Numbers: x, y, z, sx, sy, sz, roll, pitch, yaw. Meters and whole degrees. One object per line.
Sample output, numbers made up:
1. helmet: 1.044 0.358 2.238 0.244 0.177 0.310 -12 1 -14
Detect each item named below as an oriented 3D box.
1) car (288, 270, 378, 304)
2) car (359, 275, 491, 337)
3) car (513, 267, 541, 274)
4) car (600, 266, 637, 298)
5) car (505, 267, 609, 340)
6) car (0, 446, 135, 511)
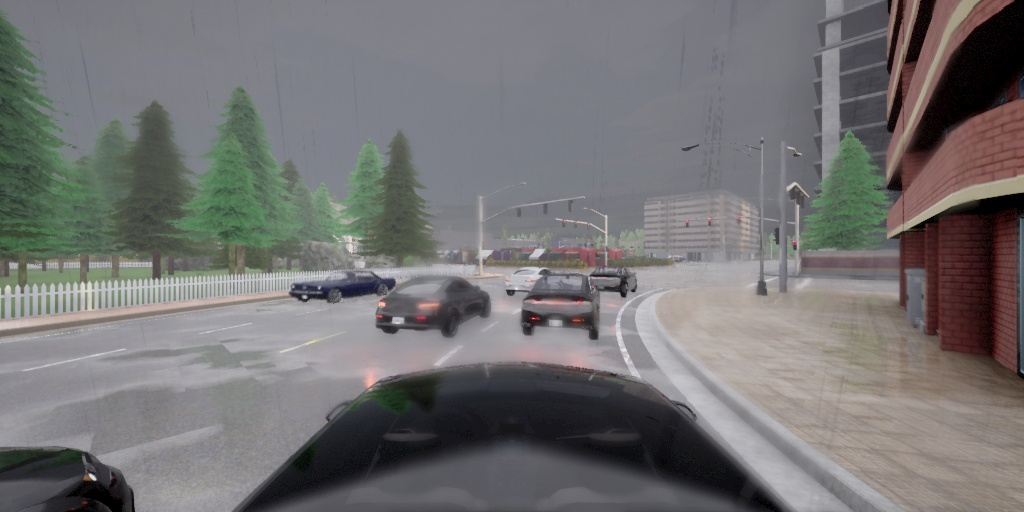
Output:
1. car: -7.623 1.351 16.549 1.895 1.301 4.718 0 0 20
2. car: -2.007 1.276 10.252 1.812 1.442 4.674 0 0 13
3. car: 1.227 1.276 18.757 1.812 1.442 4.674 0 0 26
4. car: 5.304 1.241 18.753 2.128 1.511 4.902 0 0 28
5. car: 1.540 1.242 10.128 2.128 1.511 4.902 0 0 14
6. car: -3.170 1.314 0.344 1.994 1.385 4.181 0 0 -2
